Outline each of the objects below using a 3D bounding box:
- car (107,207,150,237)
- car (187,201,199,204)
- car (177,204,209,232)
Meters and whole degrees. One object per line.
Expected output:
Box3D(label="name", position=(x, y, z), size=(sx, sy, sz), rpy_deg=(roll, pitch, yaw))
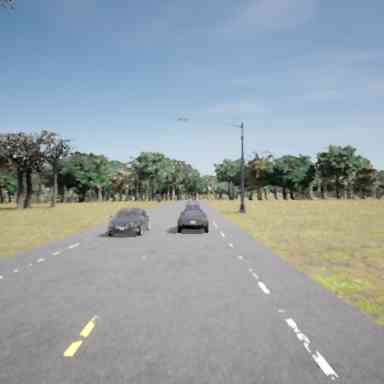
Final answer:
Box3D(label="car", position=(-3.572, 1.681, 19.459), size=(1.837, 1.490, 4.892), rpy_deg=(0, -1, 0))
Box3D(label="car", position=(0.101, 1.810, 41.739), size=(2.033, 1.411, 5.357), rpy_deg=(0, 0, 0))
Box3D(label="car", position=(0.075, 1.748, 21.542), size=(1.994, 1.385, 4.181), rpy_deg=(0, 0, 0))
